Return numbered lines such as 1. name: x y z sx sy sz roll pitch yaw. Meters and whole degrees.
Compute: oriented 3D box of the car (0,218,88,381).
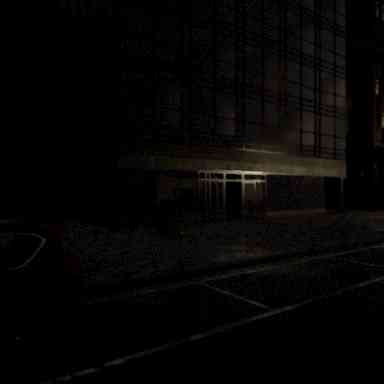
1. car: -3.802 1.317 3.936 5.009 1.841 2.192 0 0 -35
